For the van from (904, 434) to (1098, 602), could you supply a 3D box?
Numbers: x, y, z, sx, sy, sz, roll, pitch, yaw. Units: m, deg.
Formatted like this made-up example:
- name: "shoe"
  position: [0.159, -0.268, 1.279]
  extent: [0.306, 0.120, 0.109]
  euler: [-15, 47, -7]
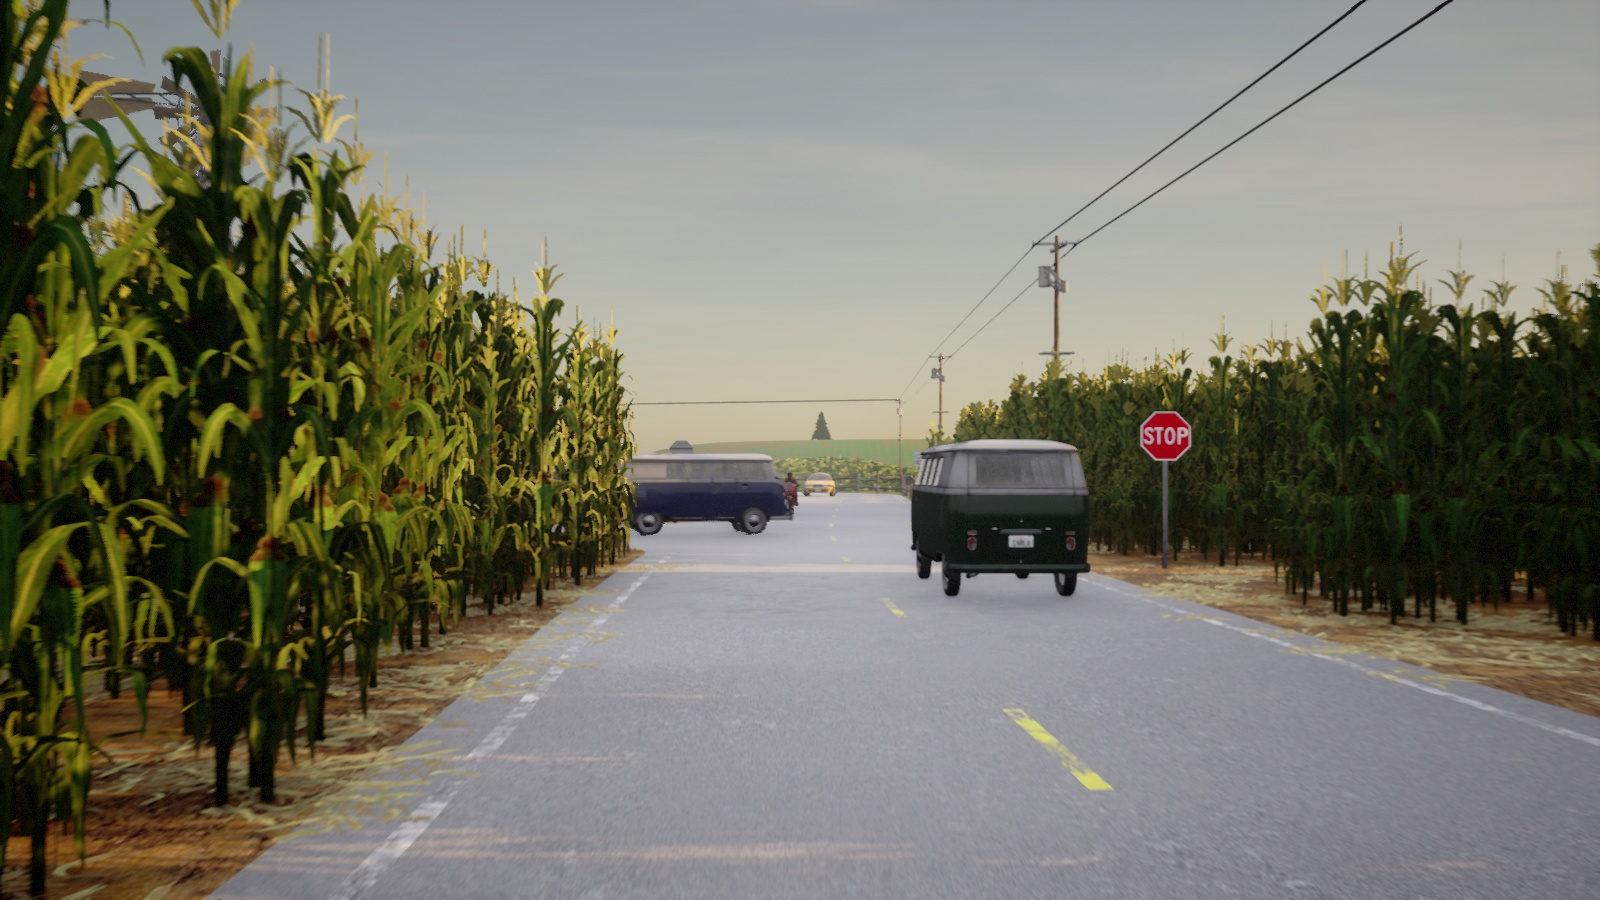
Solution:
- name: "van"
  position: [2.581, 0.845, 17.203]
  extent: [1.775, 1.987, 4.442]
  euler: [0, -1, -2]

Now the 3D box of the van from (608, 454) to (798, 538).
- name: "van"
  position: [-2.427, 1.098, 31.029]
  extent: [4.442, 1.987, 1.775]
  euler: [0, -1, -13]

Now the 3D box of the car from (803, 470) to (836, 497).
- name: "car"
  position: [1.245, 2.057, 78.195]
  extent: [1.801, 1.575, 5.366]
  euler: [0, -1, 4]

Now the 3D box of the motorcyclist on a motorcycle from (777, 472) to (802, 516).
- name: "motorcyclist on a motorcycle"
  position: [-0.364, 1.552, 45.039]
  extent: [0.797, 1.523, 2.044]
  euler: [0, -1, 3]
